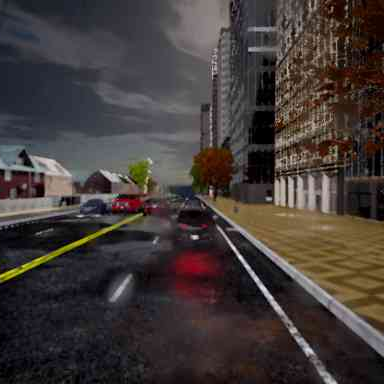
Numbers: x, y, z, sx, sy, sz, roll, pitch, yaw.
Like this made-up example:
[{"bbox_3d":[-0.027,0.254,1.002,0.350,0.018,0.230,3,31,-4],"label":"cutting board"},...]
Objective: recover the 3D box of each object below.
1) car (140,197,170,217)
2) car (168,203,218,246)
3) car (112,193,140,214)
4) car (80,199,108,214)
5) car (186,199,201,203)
[{"bbox_3d":[-3.141,1.250,30.223,2.097,1.767,4.553,0,0,0],"label":"car"},{"bbox_3d":[0.106,1.446,14.843,1.837,1.490,4.892,0,0,0],"label":"car"},{"bbox_3d":[-6.577,1.110,34.057,2.150,2.045,5.566,0,0,0],"label":"car"},{"bbox_3d":[-9.827,1.415,33.627,1.812,1.442,4.674,0,0,0],"label":"car"},{"bbox_3d":[0.110,1.438,33.419,2.033,1.411,5.357,0,0,0],"label":"car"}]
